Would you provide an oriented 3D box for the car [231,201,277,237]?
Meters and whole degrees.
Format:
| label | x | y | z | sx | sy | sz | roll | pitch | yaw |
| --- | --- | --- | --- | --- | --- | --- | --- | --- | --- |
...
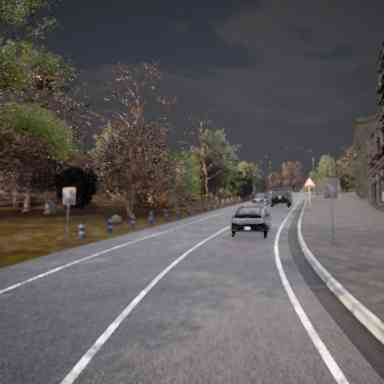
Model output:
| label | x | y | z | sx | sy | sz | roll | pitch | yaw |
| --- | --- | --- | --- | --- | --- | --- | --- | --- | --- |
| car | 3.295 | 1.494 | 18.166 | 2.128 | 1.511 | 4.902 | -1 | 0 | 16 |

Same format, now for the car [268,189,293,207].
| label | x | y | z | sx | sy | sz | roll | pitch | yaw |
| --- | --- | --- | --- | --- | --- | --- | --- | --- | --- |
| car | 10.962 | 0.681 | 40.551 | 2.150 | 2.045 | 5.566 | -1 | 1 | 20 |

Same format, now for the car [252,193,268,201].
| label | x | y | z | sx | sy | sz | roll | pitch | yaw |
| --- | --- | --- | --- | --- | --- | --- | --- | --- | --- |
| car | 9.726 | 0.884 | 47.080 | 2.128 | 1.511 | 4.902 | -1 | 1 | 20 |
